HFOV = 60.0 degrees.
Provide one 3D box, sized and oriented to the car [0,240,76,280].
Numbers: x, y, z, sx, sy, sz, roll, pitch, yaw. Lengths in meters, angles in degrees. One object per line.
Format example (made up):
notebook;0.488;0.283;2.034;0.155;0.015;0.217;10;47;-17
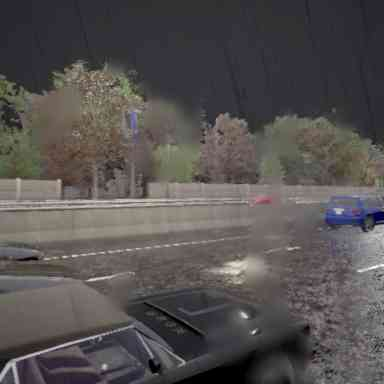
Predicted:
car;-4.341;1.548;4.949;5.357;1.411;2.033;0;0;-35

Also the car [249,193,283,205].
car;10.386;1.213;45.759;5.566;2.045;2.150;1;0;-35

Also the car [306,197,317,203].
car;15.056;1.465;36.204;5.008;1.535;1.882;0;0;-35

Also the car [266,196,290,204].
car;12.051;1.552;42.649;4.181;1.385;1.994;0;0;-35

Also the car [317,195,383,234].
car;10.127;1.207;19.565;5.566;2.045;2.150;0;0;-35

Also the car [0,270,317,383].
car;-0.960;1.600;3.062;4.718;1.301;1.895;0;0;-35

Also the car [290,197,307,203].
car;14.364;1.339;40.000;4.553;1.767;2.097;0;0;-35

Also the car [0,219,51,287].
car;-6.381;1.548;7.793;5.357;1.411;2.033;0;0;-35
